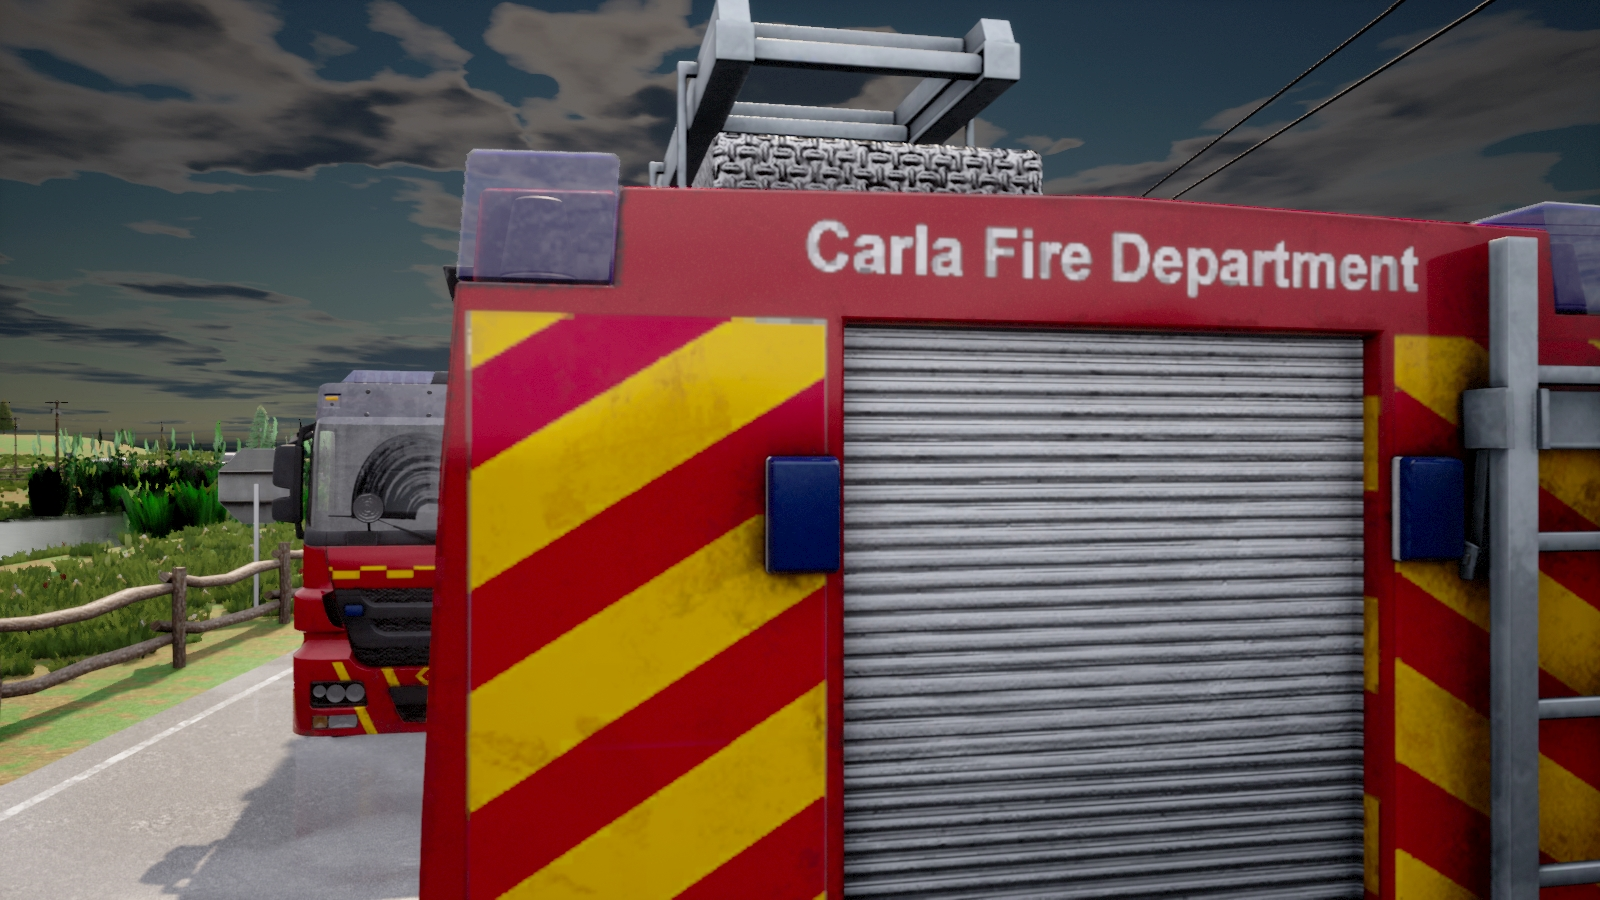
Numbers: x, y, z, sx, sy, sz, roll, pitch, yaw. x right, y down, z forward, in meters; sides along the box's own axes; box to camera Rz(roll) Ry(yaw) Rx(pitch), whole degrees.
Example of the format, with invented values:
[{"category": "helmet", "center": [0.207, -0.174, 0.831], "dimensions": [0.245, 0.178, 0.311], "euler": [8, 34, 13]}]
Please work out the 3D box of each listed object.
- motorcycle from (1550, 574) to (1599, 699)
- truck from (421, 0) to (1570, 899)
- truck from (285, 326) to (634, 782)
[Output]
[{"category": "motorcycle", "center": [9.845, 2.142, 13.229], "dimensions": [1.805, 1.316, 0.856], "euler": [0, 0, -7]}, {"category": "truck", "center": [-0.235, 0.864, 6.868], "dimensions": [2.891, 3.827, 8.468], "euler": [0, 0, -12]}, {"category": "truck", "center": [-3.856, 0.861, 14.048], "dimensions": [2.891, 3.827, 8.468], "euler": [0, 0, -13]}]
